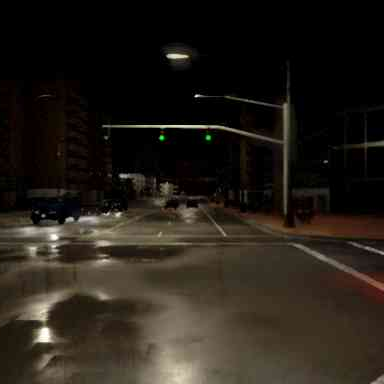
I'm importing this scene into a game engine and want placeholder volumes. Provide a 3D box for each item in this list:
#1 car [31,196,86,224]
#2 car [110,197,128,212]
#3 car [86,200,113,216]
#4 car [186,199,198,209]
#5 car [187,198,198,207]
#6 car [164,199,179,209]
[{"bbox_3d":[-10.564,1.367,26.396,2.150,2.045,5.566,0,-1,0],"label":"car"},{"bbox_3d":[-10.498,1.656,46.678,2.150,2.045,5.566,0,-1,0],"label":"car"},{"bbox_3d":[-10.541,1.877,36.463,1.895,1.301,4.718,0,-1,1],"label":"car"},{"bbox_3d":[0.020,2.049,55.794,1.882,1.535,5.008,0,-1,0],"label":"car"},{"bbox_3d":[0.017,2.081,66.020,2.097,1.767,4.553,0,-1,0],"label":"car"},{"bbox_3d":[-3.486,2.083,54.800,1.812,1.442,4.674,0,-1,0],"label":"car"}]
